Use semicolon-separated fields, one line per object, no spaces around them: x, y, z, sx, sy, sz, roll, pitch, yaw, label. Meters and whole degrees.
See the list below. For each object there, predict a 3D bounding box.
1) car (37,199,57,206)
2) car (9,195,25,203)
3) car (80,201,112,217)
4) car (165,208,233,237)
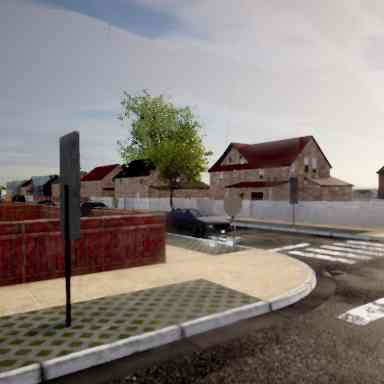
-20.109;1.815;45.979;1.837;1.490;4.892;-1;0;-37;car
-40.683;1.636;78.071;2.150;2.045;5.566;-1;0;-37;car
-8.984;1.669;30.943;1.837;1.490;4.892;-1;0;-37;car
-0.017;1.633;18.948;2.033;1.411;5.357;-1;0;-37;car
